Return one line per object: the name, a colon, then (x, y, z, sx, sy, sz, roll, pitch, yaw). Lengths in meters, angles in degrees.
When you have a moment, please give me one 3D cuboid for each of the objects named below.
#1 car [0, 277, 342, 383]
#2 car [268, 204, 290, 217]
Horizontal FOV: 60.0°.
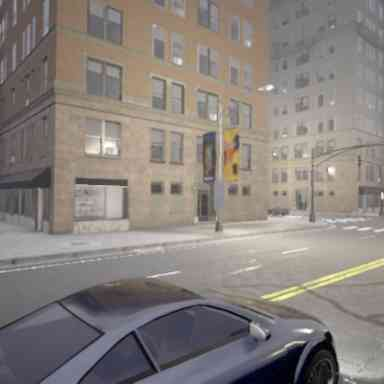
car: (-0.278, 1.597, 3.289, 4.181, 1.385, 1.994, 1, -1, -41)
car: (8.928, 2.027, 37.845, 1.994, 1.385, 4.181, 1, -1, -41)
